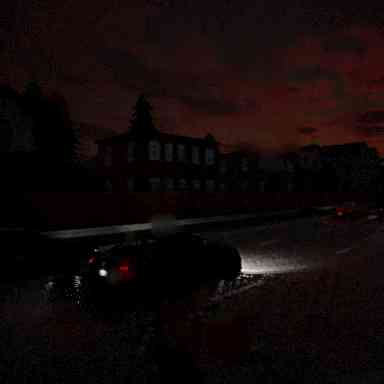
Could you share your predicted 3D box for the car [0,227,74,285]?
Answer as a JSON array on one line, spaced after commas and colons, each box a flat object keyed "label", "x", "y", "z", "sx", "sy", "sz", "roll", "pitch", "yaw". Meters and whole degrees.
[{"label": "car", "x": -4.916, "y": 1.693, "z": 9.011, "sx": 1.882, "sy": 1.535, "sz": 5.008, "roll": -2, "pitch": -1, "yaw": 43}]

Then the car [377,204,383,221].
[{"label": "car", "x": 16.194, "y": 1.526, "z": 26.340, "sx": 2.128, "sy": 1.511, "sz": 4.902, "roll": -2, "pitch": -1, "yaw": 43}]

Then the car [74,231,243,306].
[{"label": "car", "x": -0.520, "y": 1.691, "z": 8.575, "sx": 1.994, "sy": 1.385, "sz": 4.181, "roll": -2, "pitch": -1, "yaw": 43}]

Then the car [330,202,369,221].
[{"label": "car", "x": 13.687, "y": 1.591, "z": 28.783, "sx": 1.882, "sy": 1.535, "sz": 5.008, "roll": -2, "pitch": -1, "yaw": 43}]
